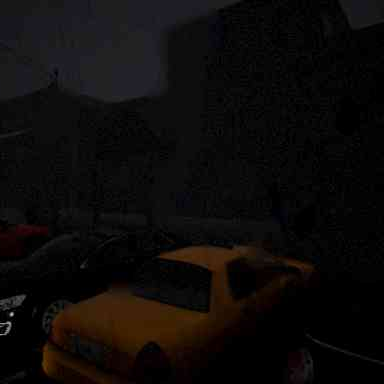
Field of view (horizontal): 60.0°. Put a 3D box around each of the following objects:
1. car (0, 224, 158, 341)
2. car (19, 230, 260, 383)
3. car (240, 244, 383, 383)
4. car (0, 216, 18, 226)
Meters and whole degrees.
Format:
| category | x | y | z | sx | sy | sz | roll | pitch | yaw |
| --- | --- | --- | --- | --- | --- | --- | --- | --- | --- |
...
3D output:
| category | x | y | z | sx | sy | sz | roll | pitch | yaw |
| --- | --- | --- | --- | --- | --- | --- | --- | --- | --- |
| car | -1.860 | 1.459 | 6.686 | 2.231 | 1.521 | 4.892 | 0 | 0 | 35 |
| car | 0.508 | 1.466 | 5.219 | 1.946 | 1.575 | 5.366 | 0 | 0 | 35 |
| car | 2.552 | 1.355 | 3.500 | 2.185 | 1.767 | 4.553 | 0 | 0 | 35 |
| car | -6.507 | 1.312 | 9.953 | 2.185 | 1.767 | 4.553 | 0 | 0 | 35 |
